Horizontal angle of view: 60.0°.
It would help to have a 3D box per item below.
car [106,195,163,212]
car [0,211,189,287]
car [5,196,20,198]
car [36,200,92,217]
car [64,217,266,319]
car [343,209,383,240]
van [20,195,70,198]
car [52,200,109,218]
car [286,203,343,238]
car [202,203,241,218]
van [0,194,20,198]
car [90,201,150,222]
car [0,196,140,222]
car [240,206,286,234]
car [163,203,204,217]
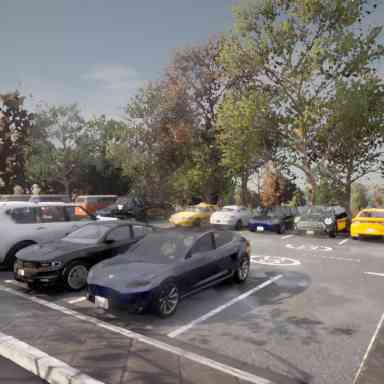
[{"bbox_3d":[-3.755,1.293,26.846,2.435,2.045,5.566,0,0,36],"label":"car"},{"bbox_3d":[-2.493,1.589,9.737,2.097,1.535,5.008,0,0,36],"label":"car"},{"bbox_3d":[-17.213,1.546,36.586,2.097,1.535,5.008,0,0,36],"label":"car"},{"bbox_3d":[-12.717,1.555,33.352,2.163,1.488,4.792,0,0,36],"label":"car"},{"bbox_3d":[-0.266,1.628,8.079,2.163,1.488,4.792,0,0,36],"label":"car"},{"bbox_3d":[9.574,1.600,17.128,2.097,1.535,5.008,0,0,36],"label":"car"},{"bbox_3d":[-15.026,1.309,34.858,1.878,1.987,4.442,0,0,36],"label":"van"},{"bbox_3d":[-10.581,1.553,31.801,2.163,1.488,4.792,0,0,36],"label":"car"},{"bbox_3d":[7.353,1.465,18.785,2.185,1.767,4.553,0,0,36],"label":"car"},{"bbox_3d":[2.950,1.612,21.939,2.002,1.452,4.674,0,0,36],"label":"car"},{"bbox_3d":[-19.390,1.335,38.304,1.878,1.987,4.442,0,0,36],"label":"van"},{"bbox_3d":[-6.030,1.564,28.427,2.163,1.488,4.792,0,0,36],"label":"car"},{"bbox_3d":[-4.725,1.329,11.386,2.435,2.045,5.566,0,0,36],"label":"car"},{"bbox_3d":[5.176,1.611,20.290,2.163,1.488,4.792,0,0,36],"label":"car"},{"bbox_3d":[0.601,1.560,23.419,1.946,1.575,5.366,0,0,36],"label":"car"}]
